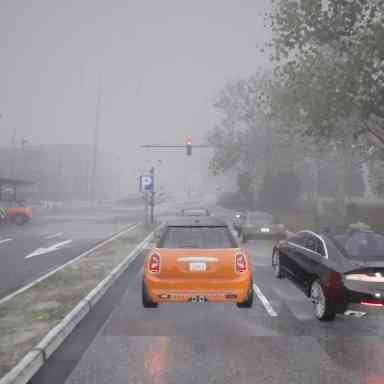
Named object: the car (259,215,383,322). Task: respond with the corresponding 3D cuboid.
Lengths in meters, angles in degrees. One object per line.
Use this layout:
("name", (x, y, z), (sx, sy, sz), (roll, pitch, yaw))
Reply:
("car", (3.102, 1.501, 7.245), (2.128, 1.511, 4.902), (0, 0, 0))

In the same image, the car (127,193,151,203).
("car", (-10.769, 1.195, 66.970), (4.553, 1.767, 2.185), (-1, 0, -14))

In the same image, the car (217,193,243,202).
("car", (7.604, 1.140, 66.608), (4.553, 1.767, 2.185), (1, 0, -14))

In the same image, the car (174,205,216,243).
("car", (0.154, 1.531, 17.207), (1.837, 1.490, 4.892), (0, 0, 1))

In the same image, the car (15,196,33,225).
("car", (-13.649, 1.402, 23.217), (4.553, 1.767, 2.185), (-1, 0, -19))

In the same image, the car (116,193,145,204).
("car", (-11.502, 1.357, 61.026), (4.792, 1.488, 2.163), (-1, 0, -15))

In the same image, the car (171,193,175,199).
("car", (-8.085, 1.064, 87.969), (5.566, 2.045, 2.435), (-1, 0, -12))

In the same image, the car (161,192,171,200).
("car", (-8.532, 1.356, 84.963), (4.674, 1.452, 2.002), (-1, 0, -12))

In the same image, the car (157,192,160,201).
("car", (-10.081, 1.320, 72.982), (4.892, 1.521, 2.231), (-1, 0, -14))

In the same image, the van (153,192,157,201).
("van", (-10.306, 1.092, 70.011), (4.442, 1.987, 1.878), (-1, 0, -14))

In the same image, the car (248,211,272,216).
("car", (3.145, 1.587, 16.157), (1.994, 1.385, 4.181), (0, 0, 1))

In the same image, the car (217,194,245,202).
("car", (8.138, 1.262, 69.602), (5.366, 1.575, 1.946), (1, 0, -13))

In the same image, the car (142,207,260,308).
("car", (0.104, 1.363, 8.121), (2.097, 1.767, 4.553), (0, 0, 0))

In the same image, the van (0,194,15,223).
("van", (-13.622, 1.296, 20.240), (4.442, 1.987, 1.878), (-1, 0, -20))

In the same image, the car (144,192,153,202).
("car", (-10.860, 1.314, 64.018), (5.366, 1.575, 1.946), (-1, 0, -15))

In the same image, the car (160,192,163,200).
("car", (-9.711, 1.358, 75.978), (4.674, 1.452, 2.002), (-1, 0, -13))

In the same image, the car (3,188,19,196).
("car", (-28.214, 0.136, 51.878), (2.002, 1.452, 4.674), (6, -3, -19))

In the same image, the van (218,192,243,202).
("van", (7.224, 1.041, 63.638), (4.442, 1.987, 1.878), (1, 0, -14))
